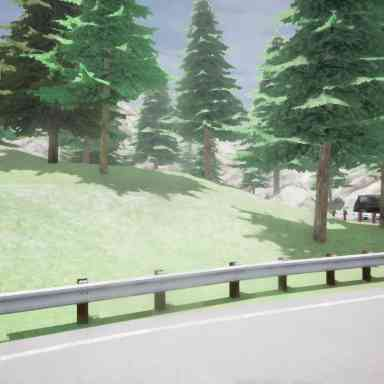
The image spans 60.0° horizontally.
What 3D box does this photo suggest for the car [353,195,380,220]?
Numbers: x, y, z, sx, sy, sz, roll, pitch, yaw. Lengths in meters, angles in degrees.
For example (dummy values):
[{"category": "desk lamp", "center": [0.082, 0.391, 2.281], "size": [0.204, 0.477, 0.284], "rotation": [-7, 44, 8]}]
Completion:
[{"category": "car", "center": [15.134, 1.237, 25.556], "size": [2.150, 2.045, 5.566], "rotation": [0, 0, -21]}]
